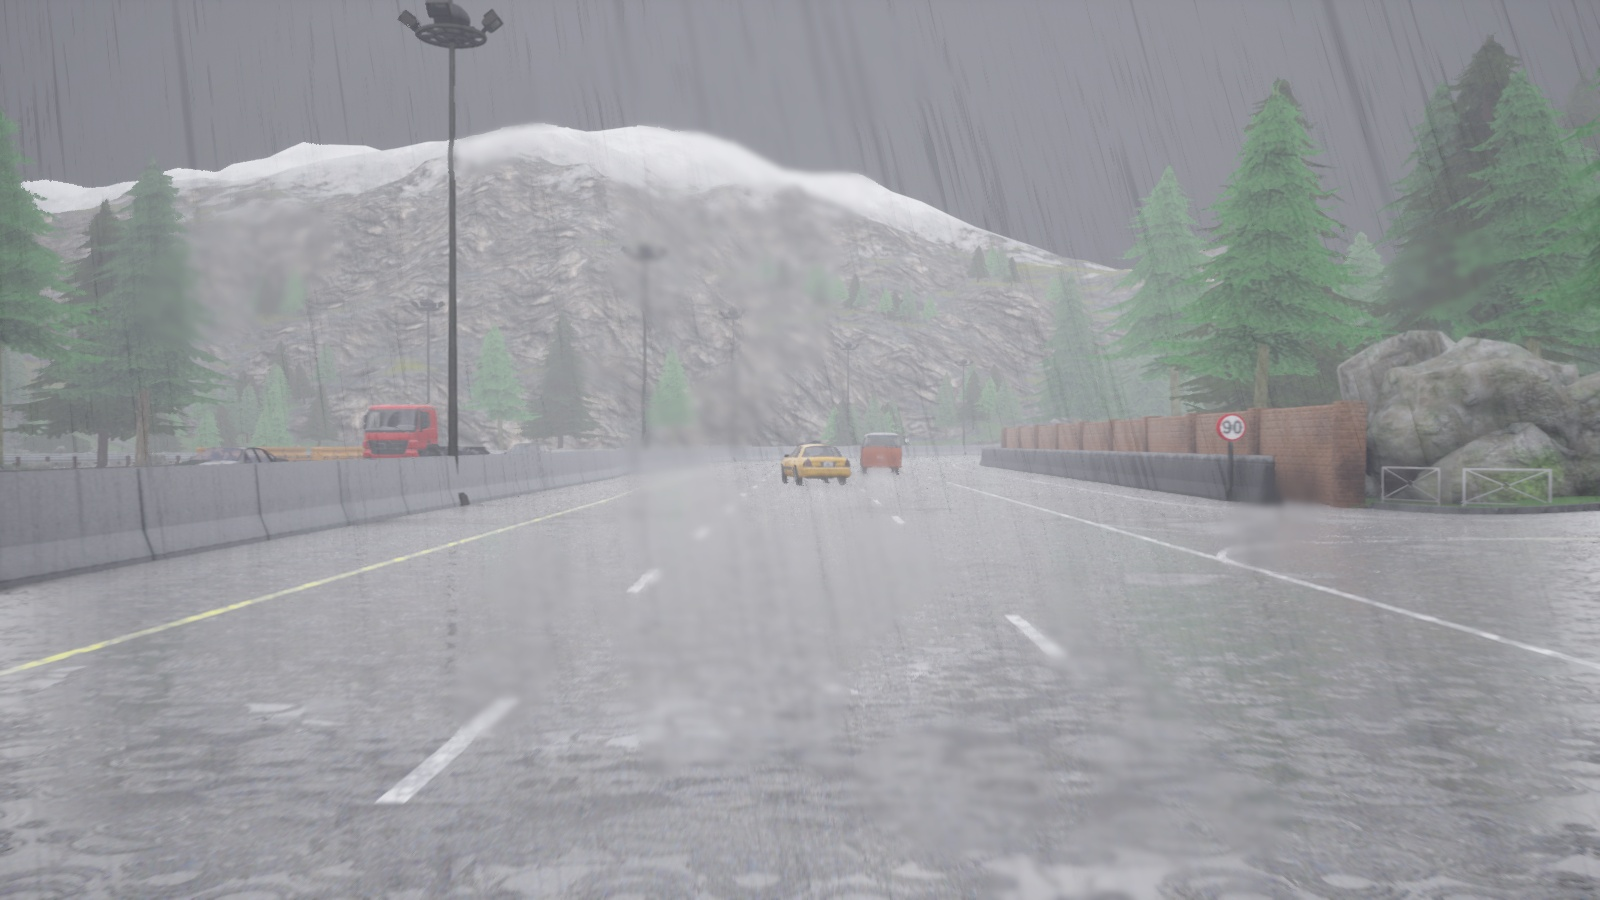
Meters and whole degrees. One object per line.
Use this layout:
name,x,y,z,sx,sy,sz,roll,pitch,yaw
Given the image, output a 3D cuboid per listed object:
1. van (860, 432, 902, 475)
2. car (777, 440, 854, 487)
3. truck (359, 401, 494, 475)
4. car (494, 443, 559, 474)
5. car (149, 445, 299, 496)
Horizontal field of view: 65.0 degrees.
van,3.859,0.163,60.382,1.775,1.987,4.442,0,0,0
car,0.476,0.432,44.995,1.801,1.575,5.366,1,0,-10
truck,-18.552,-0.605,63.002,2.891,3.462,7.936,0,0,14
car,-13.628,0.381,62.803,2.163,1.488,4.792,0,0,0
car,-17.284,0.566,38.033,2.033,1.411,5.357,0,0,0
